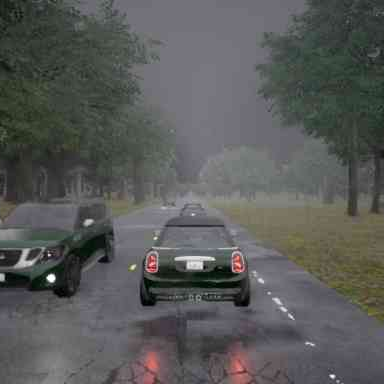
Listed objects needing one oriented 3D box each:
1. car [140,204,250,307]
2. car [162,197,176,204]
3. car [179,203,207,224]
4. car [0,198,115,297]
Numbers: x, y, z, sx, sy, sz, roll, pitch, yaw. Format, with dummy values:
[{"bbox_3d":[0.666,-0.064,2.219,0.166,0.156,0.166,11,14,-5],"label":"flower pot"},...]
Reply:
[{"bbox_3d":[0.088,1.352,8.158,2.097,1.767,4.553,0,0,1],"label":"car"},{"bbox_3d":[-3.561,1.643,53.065,1.837,1.490,4.892,0,0,0],"label":"car"},{"bbox_3d":[0.071,1.568,25.441,1.994,1.385,4.181,0,0,0],"label":"car"},{"bbox_3d":[-3.609,1.222,8.908,2.150,2.045,5.566,0,0,0],"label":"car"}]
